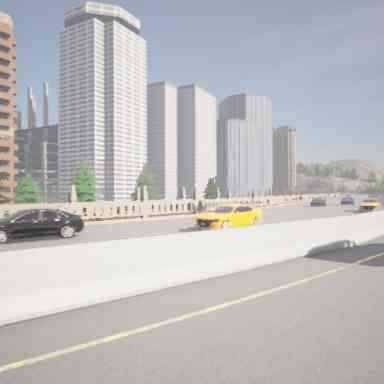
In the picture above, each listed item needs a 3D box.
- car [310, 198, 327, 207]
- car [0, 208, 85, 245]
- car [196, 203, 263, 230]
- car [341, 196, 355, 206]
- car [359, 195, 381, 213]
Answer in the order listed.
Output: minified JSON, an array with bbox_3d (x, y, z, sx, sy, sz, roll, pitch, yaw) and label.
[{"bbox_3d":[18.862,1.507,49.400,1.994,1.385,4.181,0,0,29],"label":"car"},{"bbox_3d":[-7.670,1.561,15.933,4.892,1.490,1.837,0,0,-39],"label":"car"},{"bbox_3d":[2.364,1.484,20.142,1.882,1.535,5.008,0,0,45],"label":"car"},{"bbox_3d":[24.935,1.391,53.146,1.882,1.535,5.008,0,0,29],"label":"car"},{"bbox_3d":[19.457,1.406,36.319,1.882,1.535,5.008,0,0,31],"label":"car"}]
